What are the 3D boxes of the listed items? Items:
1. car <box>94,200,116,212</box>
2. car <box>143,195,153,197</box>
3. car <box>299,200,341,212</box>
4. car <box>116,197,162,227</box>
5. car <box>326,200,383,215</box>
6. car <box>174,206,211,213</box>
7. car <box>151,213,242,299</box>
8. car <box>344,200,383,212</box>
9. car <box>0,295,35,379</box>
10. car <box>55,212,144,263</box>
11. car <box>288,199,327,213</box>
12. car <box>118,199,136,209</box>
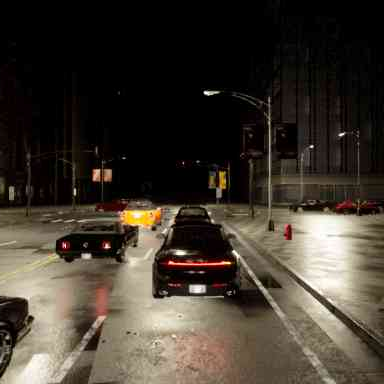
[{"bbox_3d":[-8.173,1.603,36.667,5.008,1.535,1.882,0,0,-1],"label":"car"},{"bbox_3d":[-9.612,1.600,71.825,2.150,2.045,5.566,0,0,0],"label":"car"},{"bbox_3d":[15.262,1.661,39.837,4.313,1.339,1.947,0,0,-1],"label":"car"},{"bbox_3d":[-3.109,1.395,21.050,2.097,1.767,4.553,0,0,0],"label":"car"},{"bbox_3d":[15.376,1.576,31.313,4.206,1.307,1.802,0,0,-1],"label":"car"},{"bbox_3d":[0.035,1.509,17.937,1.882,1.535,5.008,0,0,0],"label":"car"},{"bbox_3d":[0.114,1.511,8.446,1.837,1.490,4.892,0,0,0],"label":"car"},{"bbox_3d":[20.902,1.642,39.914,4.313,1.339,1.947,0,0,-1],"label":"car"},{"bbox_3d":[-3.152,1.548,2.269,2.033,1.411,5.357,0,0,0],"label":"car"},{"bbox_3d":[-3.125,1.615,12.057,1.895,1.301,4.718,0,0,0],"label":"car"},{"bbox_3d":[13.193,1.570,37.055,4.892,1.490,1.837,-1,-1,-1],"label":"car"},{"bbox_3d":[-9.746,1.743,50.463,1.812,1.442,4.674,0,0,0],"label":"car"}]
